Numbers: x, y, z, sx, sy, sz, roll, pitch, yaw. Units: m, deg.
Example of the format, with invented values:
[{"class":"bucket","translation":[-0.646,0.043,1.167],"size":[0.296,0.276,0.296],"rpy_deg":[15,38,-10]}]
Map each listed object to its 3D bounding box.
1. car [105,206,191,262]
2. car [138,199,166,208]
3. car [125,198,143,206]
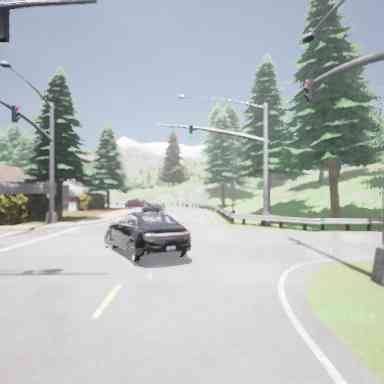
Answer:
[{"class":"car","translation":[-1.778,1.496,12.256],"size":[2.128,1.511,4.902],"rpy_deg":[0,0,-28]},{"class":"car","translation":[-3.576,1.591,31.554],"size":[1.895,1.301,4.718],"rpy_deg":[0,0,0]},{"class":"car","translation":[-7.523,1.550,47.336],"size":[4.181,1.385,1.994],"rpy_deg":[0,0,39]}]
